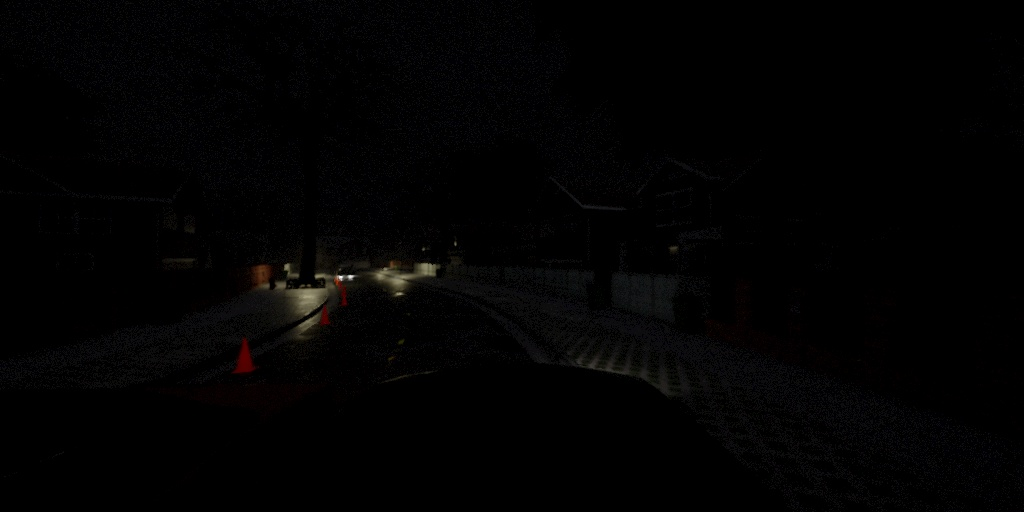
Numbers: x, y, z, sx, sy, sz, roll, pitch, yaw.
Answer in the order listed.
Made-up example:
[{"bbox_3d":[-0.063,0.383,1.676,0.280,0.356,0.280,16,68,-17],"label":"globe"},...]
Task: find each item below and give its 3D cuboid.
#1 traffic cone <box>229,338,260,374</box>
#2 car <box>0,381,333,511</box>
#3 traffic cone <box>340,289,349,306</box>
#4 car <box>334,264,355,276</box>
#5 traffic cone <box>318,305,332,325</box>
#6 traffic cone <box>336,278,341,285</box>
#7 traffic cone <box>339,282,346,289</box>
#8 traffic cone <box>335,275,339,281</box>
[{"bbox_3d":[-4.795,1.764,6.433,0.340,0.580,0.340,0,0,-9],"label":"traffic cone"},{"bbox_3d":[-2.512,1.354,1.050,1.895,1.301,4.718,0,-1,-2],"label":"car"},{"bbox_3d":[-7.254,1.853,15.514,0.340,0.580,0.340,0,0,-22],"label":"traffic cone"},{"bbox_3d":[-21.636,1.768,46.270,1.994,1.385,4.181,0,-1,-33],"label":"car"},{"bbox_3d":[-5.762,1.808,11.045,0.340,0.580,0.340,0,0,-15],"label":"traffic cone"},{"bbox_3d":[-11.575,1.944,24.249,0.340,0.580,0.340,0,0,-28],"label":"traffic cone"},{"bbox_3d":[-9.263,1.897,19.816,0.340,0.580,0.340,0,0,-28],"label":"traffic cone"},{"bbox_3d":[-13.887,1.992,28.682,0.340,0.580,0.340,0,0,-28],"label":"traffic cone"}]
